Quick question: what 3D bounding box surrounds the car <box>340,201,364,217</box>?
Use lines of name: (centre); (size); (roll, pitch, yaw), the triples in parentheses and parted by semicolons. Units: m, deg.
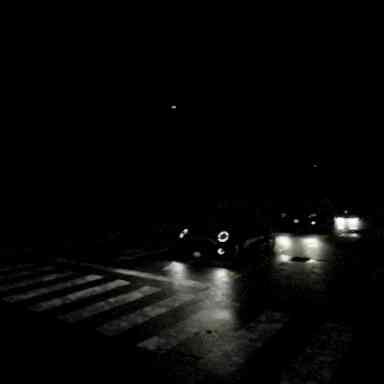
car: (15.687, 1.615, 32.862); (2.128, 1.511, 4.902); (-1, -1, 35)

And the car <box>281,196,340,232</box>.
car: (7.529, 1.319, 21.302); (2.150, 2.045, 5.566); (-1, 0, 35)

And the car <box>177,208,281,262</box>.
car: (1.426, 1.438, 12.624); (2.097, 1.767, 4.553); (-1, -1, 35)
